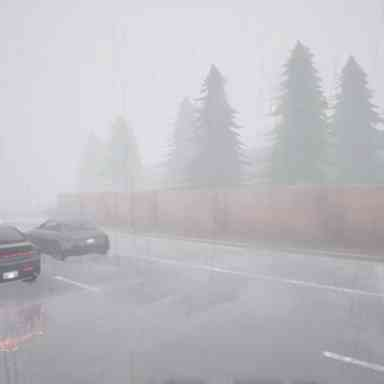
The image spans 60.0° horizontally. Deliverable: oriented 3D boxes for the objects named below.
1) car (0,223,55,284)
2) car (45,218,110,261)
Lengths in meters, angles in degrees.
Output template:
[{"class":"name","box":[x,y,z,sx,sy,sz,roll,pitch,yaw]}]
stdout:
[{"class":"car","box":[-5.847,1.634,9.051,4.892,1.490,1.837,-1,0,42]},{"class":"car","box":[-5.041,1.723,13.086,4.181,1.385,1.994,-1,-1,43]}]
